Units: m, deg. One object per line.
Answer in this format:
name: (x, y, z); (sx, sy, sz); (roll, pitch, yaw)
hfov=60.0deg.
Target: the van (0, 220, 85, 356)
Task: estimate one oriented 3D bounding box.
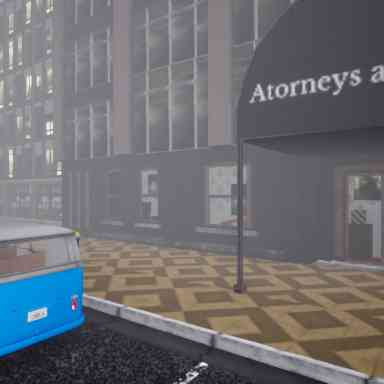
van: (-3.497, 1.341, 5.359); (3.998, 1.788, 1.690); (0, 0, 35)
